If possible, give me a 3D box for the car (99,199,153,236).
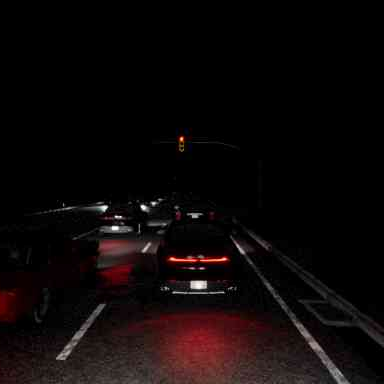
[{"bbox_3d":[-3.358,1.308,16.953,1.837,1.490,4.892,0,1,0],"label":"car"}]

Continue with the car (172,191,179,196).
[{"bbox_3d":[-4.332,0.367,85.264,1.812,1.442,4.674,0,1,-3],"label":"car"}]

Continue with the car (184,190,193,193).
[{"bbox_3d":[-0.371,0.586,75.310,1.812,1.442,4.674,0,1,-2],"label":"car"}]

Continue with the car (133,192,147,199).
[{"bbox_3d":[-10.665,0.693,68.401,2.033,1.411,5.357,0,1,-1],"label":"car"}]

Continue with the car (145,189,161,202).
[{"bbox_3d":[-7.057,0.531,55.944,2.150,2.045,5.566,0,1,0],"label":"car"}]

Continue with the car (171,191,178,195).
[{"bbox_3d":[-3.870,0.579,75.220,1.812,1.442,4.674,0,1,-2],"label":"car"}]

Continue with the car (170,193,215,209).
[{"bbox_3d":[0.142,1.147,17.607,2.097,1.767,4.553,0,1,0],"label":"car"}]

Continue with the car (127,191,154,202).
[{"bbox_3d":[-6.997,0.932,45.526,2.128,1.511,4.902,0,1,1],"label":"car"}]

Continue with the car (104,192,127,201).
[{"bbox_3d":[-10.507,1.048,45.046,1.895,1.301,4.718,0,1,0],"label":"car"}]

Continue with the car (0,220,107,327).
[{"bbox_3d":[-3.383,1.532,6.889,1.895,1.301,4.718,0,1,0],"label":"car"}]

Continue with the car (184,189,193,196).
[{"bbox_3d":[-0.835,0.196,85.423,2.097,1.767,4.553,0,1,-3],"label":"car"}]

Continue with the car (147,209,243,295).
[{"bbox_3d":[0.121,1.416,8.488,1.837,1.490,4.892,0,1,0],"label":"car"}]
